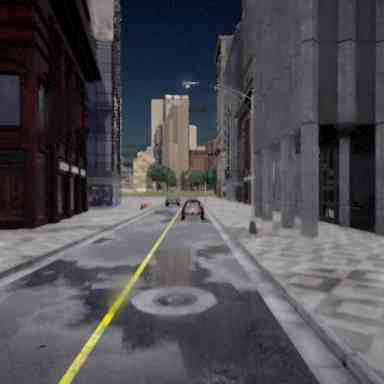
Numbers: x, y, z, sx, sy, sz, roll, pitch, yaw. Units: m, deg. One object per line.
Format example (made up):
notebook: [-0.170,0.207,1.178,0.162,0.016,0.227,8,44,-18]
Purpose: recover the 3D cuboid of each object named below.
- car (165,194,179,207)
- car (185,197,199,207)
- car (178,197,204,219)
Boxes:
car: [-3.061,1.285,52.826,2.150,2.045,5.566,0,0,0]
car: [0.003,1.557,54.014,2.128,1.511,4.902,0,0,0]
car: [0.073,1.463,29.514,2.033,1.649,4.856,0,0,0]
